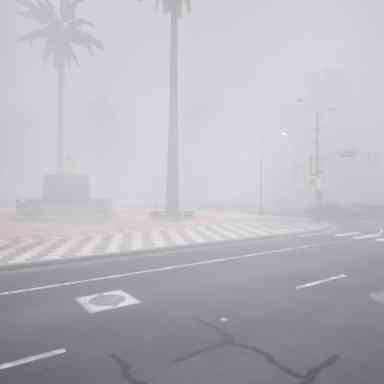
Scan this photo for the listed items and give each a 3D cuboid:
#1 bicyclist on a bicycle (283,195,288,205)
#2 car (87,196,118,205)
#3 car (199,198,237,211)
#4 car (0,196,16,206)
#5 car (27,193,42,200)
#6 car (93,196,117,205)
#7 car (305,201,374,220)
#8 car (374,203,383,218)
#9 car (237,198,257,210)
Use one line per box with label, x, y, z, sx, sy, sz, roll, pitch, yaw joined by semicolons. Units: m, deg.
bicyclist on a bicycle;15.280;1.288;54.441;0.582;1.620;1.656;0;0;42
car;-15.829;1.486;59.107;4.902;1.511;2.128;0;0;2
car;2.870;1.556;41.057;4.181;1.385;1.994;0;0;40
car;-31.100;1.503;53.609;4.892;1.490;1.837;0;0;-16
car;-26.037;1.218;58.550;5.566;2.045;2.150;0;0;-10
car;-14.407;1.520;51.956;4.674;1.442;1.812;0;0;5
car;12.348;1.540;28.692;2.033;1.411;5.357;0;0;-28
car;15.933;1.555;30.352;1.994;1.385;4.181;0;0;-36
car;5.785;1.539;43.272;5.357;1.411;2.033;0;0;42
